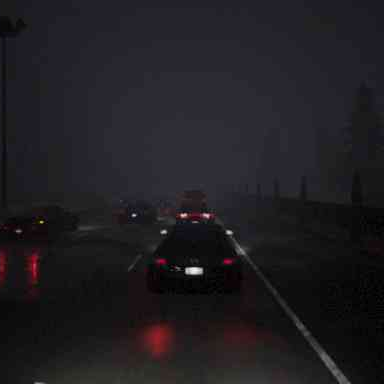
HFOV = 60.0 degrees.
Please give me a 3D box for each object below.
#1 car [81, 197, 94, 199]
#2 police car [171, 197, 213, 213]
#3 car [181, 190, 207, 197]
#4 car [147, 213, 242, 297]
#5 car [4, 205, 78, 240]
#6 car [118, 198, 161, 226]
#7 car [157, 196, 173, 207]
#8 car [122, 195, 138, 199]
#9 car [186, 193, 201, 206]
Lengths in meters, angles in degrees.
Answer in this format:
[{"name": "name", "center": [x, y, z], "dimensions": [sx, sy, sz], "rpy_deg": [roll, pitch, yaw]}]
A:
[{"name": "car", "center": [-17.463, 0.866, 54.690], "dimensions": [2.033, 1.411, 5.357], "rpy_deg": [0, 1, 0]}, {"name": "police car", "center": [0.147, 1.276, 18.043], "dimensions": [2.038, 1.542, 4.974], "rpy_deg": [0, 0, 0]}, {"name": "car", "center": [0.184, 0.841, 30.378], "dimensions": [2.150, 2.045, 5.566], "rpy_deg": [0, 1, 0]}, {"name": "car", "center": [0.107, 1.458, 8.393], "dimensions": [1.994, 1.385, 4.181], "rpy_deg": [0, 1, 2]}, {"name": "car", "center": [-6.861, 1.331, 15.519], "dimensions": [1.812, 1.442, 4.674], "rpy_deg": [0, 1, 0]}, {"name": "car", "center": [-3.346, 1.298, 21.229], "dimensions": [1.994, 1.385, 4.181], "rpy_deg": [0, 1, 0]}, {"name": "car", "center": [-3.298, 1.105, 39.754], "dimensions": [1.895, 1.301, 4.718], "rpy_deg": [0, 1, 0]}, {"name": "car", "center": [-6.806, 1.067, 36.779], "dimensions": [1.812, 1.442, 4.674], "rpy_deg": [0, 1, 0]}, {"name": "car", "center": [0.211, 0.920, 43.132], "dimensions": [1.801, 1.575, 5.366], "rpy_deg": [0, 1, 0]}]
